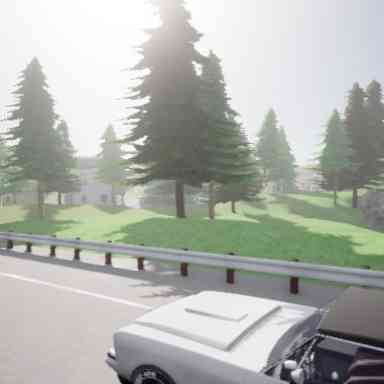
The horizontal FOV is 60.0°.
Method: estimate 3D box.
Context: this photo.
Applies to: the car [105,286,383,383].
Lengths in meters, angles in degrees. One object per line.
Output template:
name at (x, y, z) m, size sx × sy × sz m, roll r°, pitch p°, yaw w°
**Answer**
car at (1.427, 1.597, 2.915) m, size 4.718 × 1.301 × 1.895 m, roll -1°, pitch 0°, yaw 35°
